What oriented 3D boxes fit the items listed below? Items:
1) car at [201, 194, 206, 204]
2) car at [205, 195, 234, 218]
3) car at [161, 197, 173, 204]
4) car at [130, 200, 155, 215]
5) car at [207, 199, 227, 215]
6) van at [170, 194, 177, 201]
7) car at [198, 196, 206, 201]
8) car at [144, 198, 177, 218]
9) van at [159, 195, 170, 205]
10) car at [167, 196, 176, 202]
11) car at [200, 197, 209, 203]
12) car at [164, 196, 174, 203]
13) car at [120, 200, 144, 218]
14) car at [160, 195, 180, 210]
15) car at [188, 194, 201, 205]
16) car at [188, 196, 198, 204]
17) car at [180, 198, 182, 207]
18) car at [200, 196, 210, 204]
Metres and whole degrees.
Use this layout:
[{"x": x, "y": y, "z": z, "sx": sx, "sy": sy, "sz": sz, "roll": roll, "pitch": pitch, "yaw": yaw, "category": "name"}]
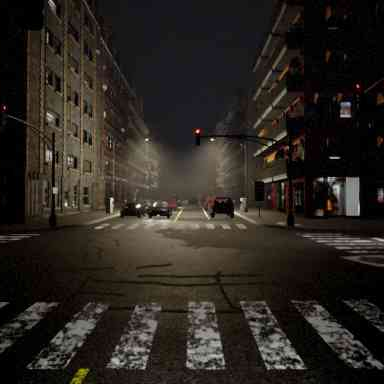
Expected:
[{"x": 2.664, "y": 1.336, "z": 41.225, "sx": 2.192, "sy": 1.841, "sz": 5.009, "roll": 1, "pitch": 0, "yaw": 0, "category": "car"}, {"x": 2.644, "y": 1.327, "z": 30.101, "sx": 2.192, "sy": 1.841, "sz": 5.009, "roll": 1, "pitch": 0, "yaw": 0, "category": "car"}, {"x": -5.169, "y": 1.667, "z": 69.003, "sx": 2.008, "sy": 1.369, "sz": 4.403, "roll": 1, "pitch": 0, "yaw": 0, "category": "car"}, {"x": -5.230, "y": 1.581, "z": 35.631, "sx": 1.947, "sy": 1.339, "sz": 4.313, "roll": 1, "pitch": 0, "yaw": 0, "category": "car"}, {"x": 2.651, "y": 1.540, "z": 35.830, "sx": 1.752, "sy": 1.417, "sz": 4.829, "roll": 1, "pitch": 0, "yaw": 0, "category": "car"}, {"x": -5.123, "y": 1.589, "z": 91.259, "sx": 1.690, "sy": 1.788, "sz": 3.998, "roll": 1, "pitch": 0, "yaw": 0, "category": "van"}, {"x": 2.753, "y": 1.814, "z": 91.274, "sx": 1.947, "sy": 1.339, "sz": 4.313, "roll": 1, "pitch": 0, "yaw": 0, "category": "car"}, {"x": -2.790, "y": 1.559, "z": 30.279, "sx": 2.033, "sy": 1.411, "sz": 5.357, "roll": 0, "pitch": 0, "yaw": 0, "category": "car"}, {"x": -5.175, "y": 1.428, "z": 63.439, "sx": 1.690, "sy": 1.788, "sz": 3.998, "roll": 1, "pitch": 0, "yaw": 0, "category": "van"}, {"x": -5.137, "y": 1.764, "z": 85.693, "sx": 2.008, "sy": 1.369, "sz": 4.403, "roll": 1, "pitch": 0, "yaw": 0, "category": "car"}, {"x": 2.721, "y": 1.729, "z": 74.583, "sx": 1.802, "sy": 1.307, "sz": 4.206, "roll": 1, "pitch": 0, "yaw": 0, "category": "car"}, {"x": -5.158, "y": 1.671, "z": 74.395, "sx": 1.752, "sy": 1.417, "sz": 4.829, "roll": 1, "pitch": 0, "yaw": 0, "category": "car"}, {"x": -5.241, "y": 1.577, "z": 30.070, "sx": 1.947, "sy": 1.339, "sz": 4.313, "roll": 1, "pitch": 0, "yaw": 0, "category": "car"}, {"x": -2.767, "y": 1.498, "z": 40.829, "sx": 1.882, "sy": 1.535, "sz": 5.008, "roll": 0, "pitch": 0, "yaw": 0, "category": "car"}, {"x": 0.221, "y": 1.550, "z": 59.847, "sx": 1.882, "sy": 1.535, "sz": 5.008, "roll": 0, "pitch": 0, "yaw": 0, "category": "car"}, {"x": 0.207, "y": 1.601, "z": 70.286, "sx": 1.882, "sy": 1.535, "sz": 5.008, "roll": 0, "pitch": 0, "yaw": 0, "category": "car"}, {"x": -2.726, "y": 1.399, "z": 53.152, "sx": 2.097, "sy": 1.767, "sz": 4.553, "roll": 0, "pitch": 0, "yaw": 0, "category": "car"}, {"x": 2.712, "y": 1.557, "z": 69.023, "sx": 1.967, "sy": 1.590, "sz": 4.097, "roll": 1, "pitch": 0, "yaw": 0, "category": "car"}]
